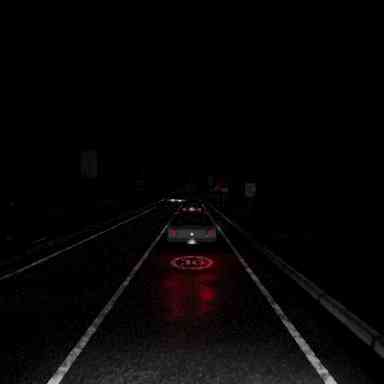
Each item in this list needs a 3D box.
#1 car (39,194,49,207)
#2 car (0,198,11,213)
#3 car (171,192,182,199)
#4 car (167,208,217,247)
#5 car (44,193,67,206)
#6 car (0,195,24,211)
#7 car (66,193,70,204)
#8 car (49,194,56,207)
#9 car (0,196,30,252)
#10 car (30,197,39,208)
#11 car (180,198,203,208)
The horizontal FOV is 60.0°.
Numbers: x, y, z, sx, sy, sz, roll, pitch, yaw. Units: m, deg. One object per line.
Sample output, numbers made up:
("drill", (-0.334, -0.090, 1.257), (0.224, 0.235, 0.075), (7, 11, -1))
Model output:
("car", (-22.102, 1.362, 43.704), (4.892, 1.521, 2.231), (0, 0, 0))
("car", (-22.095, 1.425, 35.377), (4.674, 1.452, 2.002), (0, 0, 0))
("car", (-3.249, 0.763, 70.896), (1.837, 1.490, 4.892), (0, 1, 0))
("car", (0.000, 1.583, 14.700), (1.895, 1.301, 4.718), (0, 0, 0))
("car", (-21.930, 1.344, 49.253), (5.366, 1.575, 1.946), (0, 0, 0))
("car", (-22.132, 1.251, 38.152), (4.553, 1.767, 2.185), (0, 0, 0))
("car", (-22.149, 1.369, 52.030), (4.792, 1.488, 2.163), (0, 0, 0))
("car", (-22.141, 1.383, 46.478), (4.792, 1.488, 2.163), (0, 0, 0))
("car", (-8.957, 1.211, 11.284), (5.566, 2.045, 2.435), (0, 0, 0))
("car", (-22.111, 1.369, 40.928), (5.008, 1.535, 2.097), (0, 0, 0))
("car", (0.001, 1.473, 29.688), (2.033, 1.411, 5.357), (0, 0, 0))
